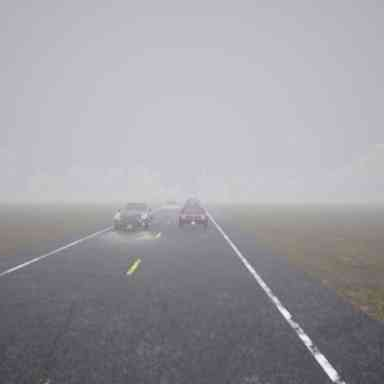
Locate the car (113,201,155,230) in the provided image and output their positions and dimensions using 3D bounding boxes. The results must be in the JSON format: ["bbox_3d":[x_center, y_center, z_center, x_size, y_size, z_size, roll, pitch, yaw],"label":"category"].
[{"bbox_3d":[-3.613,1.414,21.515,2.097,1.767,4.553,0,0,0],"label":"car"}]

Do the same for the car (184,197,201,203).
[{"bbox_3d":[0.070,1.472,42.000,2.097,1.767,4.553,0,0,0],"label":"car"}]

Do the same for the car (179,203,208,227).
[{"bbox_3d":[0.083,1.668,23.197,1.895,1.301,4.718,0,0,0],"label":"car"}]

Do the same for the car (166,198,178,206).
[{"bbox_3d":[-3.571,1.773,60.157,1.895,1.301,4.718,0,0,1],"label":"car"}]
